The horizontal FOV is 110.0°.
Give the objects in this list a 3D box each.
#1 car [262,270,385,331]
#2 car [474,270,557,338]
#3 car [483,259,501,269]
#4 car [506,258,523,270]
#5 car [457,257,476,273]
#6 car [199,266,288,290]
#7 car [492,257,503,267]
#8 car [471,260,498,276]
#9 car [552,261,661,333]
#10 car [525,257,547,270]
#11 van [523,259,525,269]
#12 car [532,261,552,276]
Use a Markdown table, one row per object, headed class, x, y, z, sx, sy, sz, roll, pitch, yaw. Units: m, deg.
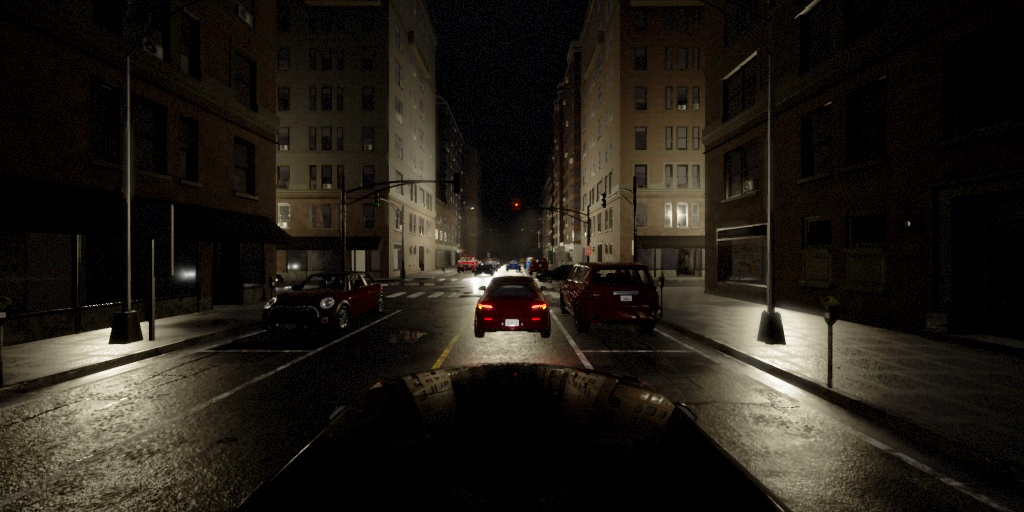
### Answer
| class | x | y | z | sx | sy | sz | roll | pitch | yaw |
| --- | --- | --- | --- | --- | --- | --- | --- | --- | --- |
| car | -5.369 | 1.189 | 10.714 | 1.967 | 1.591 | 4.097 | 0 | 0 | 0 |
| car | 0.025 | 1.276 | 10.053 | 1.812 | 1.442 | 4.674 | 0 | 0 | 1 |
| car | -2.743 | 1.348 | 46.679 | 1.895 | 1.301 | 4.718 | 0 | 0 | 0 |
| car | 0.209 | 1.311 | 49.868 | 1.994 | 1.385 | 4.181 | 0 | 0 | 0 |
| car | -5.326 | 1.062 | 43.274 | 2.192 | 1.841 | 5.009 | 0 | 0 | 0 |
| car | -17.068 | 1.362 | 22.958 | 4.181 | 1.385 | 1.994 | 0 | 0 | 0 |
| car | -2.713 | 1.294 | 57.162 | 2.033 | 1.411 | 5.357 | 0 | 0 | 1 |
| car | -2.769 | 1.349 | 36.672 | 1.895 | 1.301 | 4.718 | 0 | 0 | 0 |
| car | 2.656 | 1.064 | 10.696 | 2.192 | 1.841 | 5.009 | 0 | 0 | 0 |
| car | 2.781 | 1.063 | 37.752 | 2.192 | 1.841 | 5.009 | 0 | 0 | 0 |
| van | 2.797 | 1.088 | 48.760 | 1.690 | 1.789 | 3.998 | 0 | 0 | 0 |
| car | 3.982 | 1.260 | 25.807 | 4.674 | 1.442 | 1.812 | 0 | 0 | 0 |
